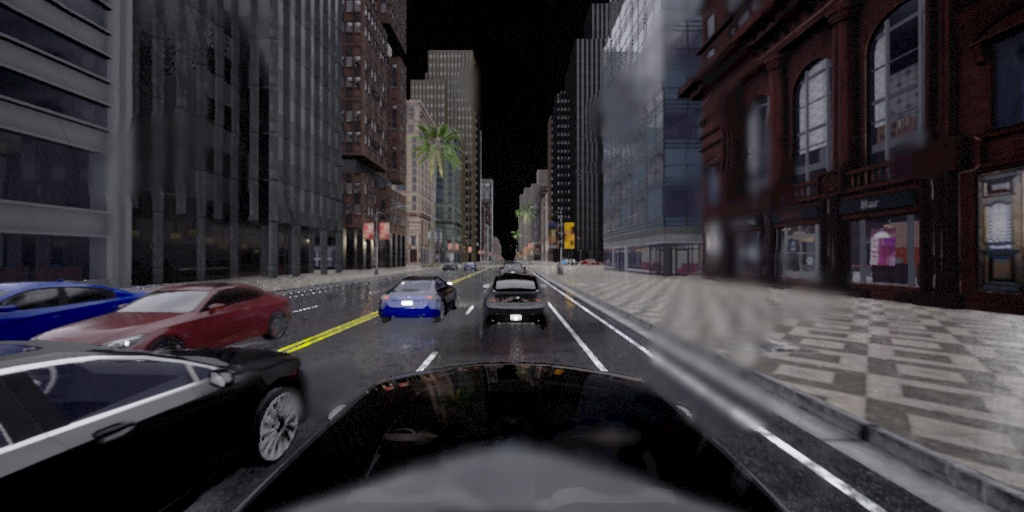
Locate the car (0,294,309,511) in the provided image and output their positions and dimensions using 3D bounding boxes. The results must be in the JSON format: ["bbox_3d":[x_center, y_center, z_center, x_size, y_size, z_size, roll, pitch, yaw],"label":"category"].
[{"bbox_3d":[-3.148,1.244,2.013,2.128,1.511,4.902,0,0,0],"label":"car"}]

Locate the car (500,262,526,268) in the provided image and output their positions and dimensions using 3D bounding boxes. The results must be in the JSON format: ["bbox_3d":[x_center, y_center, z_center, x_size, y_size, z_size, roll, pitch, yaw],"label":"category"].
[{"bbox_3d":[0.091,1.301,29.284,2.097,1.767,4.553,0,-1,0],"label":"car"}]

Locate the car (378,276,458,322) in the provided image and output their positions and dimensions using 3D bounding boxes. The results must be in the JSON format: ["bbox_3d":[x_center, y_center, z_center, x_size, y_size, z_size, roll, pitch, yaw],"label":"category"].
[{"bbox_3d":[-3.149,1.394,12.759,1.994,1.385,4.181,0,0,0],"label":"car"}]

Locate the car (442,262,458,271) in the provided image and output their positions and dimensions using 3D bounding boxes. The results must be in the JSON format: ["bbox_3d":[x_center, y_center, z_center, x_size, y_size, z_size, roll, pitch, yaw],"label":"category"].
[{"bbox_3d":[-9.770,1.706,57.198,2.033,1.411,5.357,0,0,0],"label":"car"}]

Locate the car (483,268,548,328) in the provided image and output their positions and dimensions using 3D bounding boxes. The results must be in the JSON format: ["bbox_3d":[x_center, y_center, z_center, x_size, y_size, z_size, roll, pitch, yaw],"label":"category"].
[{"bbox_3d":[0.099,1.329,11.670,1.837,1.490,4.892,0,0,0],"label":"car"}]

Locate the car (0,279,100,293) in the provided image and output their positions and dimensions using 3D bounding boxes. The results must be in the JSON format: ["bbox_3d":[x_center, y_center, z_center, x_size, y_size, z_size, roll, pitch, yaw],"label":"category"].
[{"bbox_3d":[-9.851,1.266,6.994,1.882,1.535,5.008,0,0,0],"label":"car"}]

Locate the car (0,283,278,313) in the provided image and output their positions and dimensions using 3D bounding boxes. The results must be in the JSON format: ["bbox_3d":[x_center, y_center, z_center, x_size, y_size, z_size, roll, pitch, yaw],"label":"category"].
[{"bbox_3d":[-6.600,1.317,7.477,1.812,1.442,4.674,0,0,0],"label":"car"}]

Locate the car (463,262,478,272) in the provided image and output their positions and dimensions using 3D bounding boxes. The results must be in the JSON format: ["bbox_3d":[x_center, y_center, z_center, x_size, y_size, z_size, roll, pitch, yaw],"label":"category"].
[{"bbox_3d":[-6.527,1.680,56.631,1.812,1.442,4.674,0,-1,0],"label":"car"}]
